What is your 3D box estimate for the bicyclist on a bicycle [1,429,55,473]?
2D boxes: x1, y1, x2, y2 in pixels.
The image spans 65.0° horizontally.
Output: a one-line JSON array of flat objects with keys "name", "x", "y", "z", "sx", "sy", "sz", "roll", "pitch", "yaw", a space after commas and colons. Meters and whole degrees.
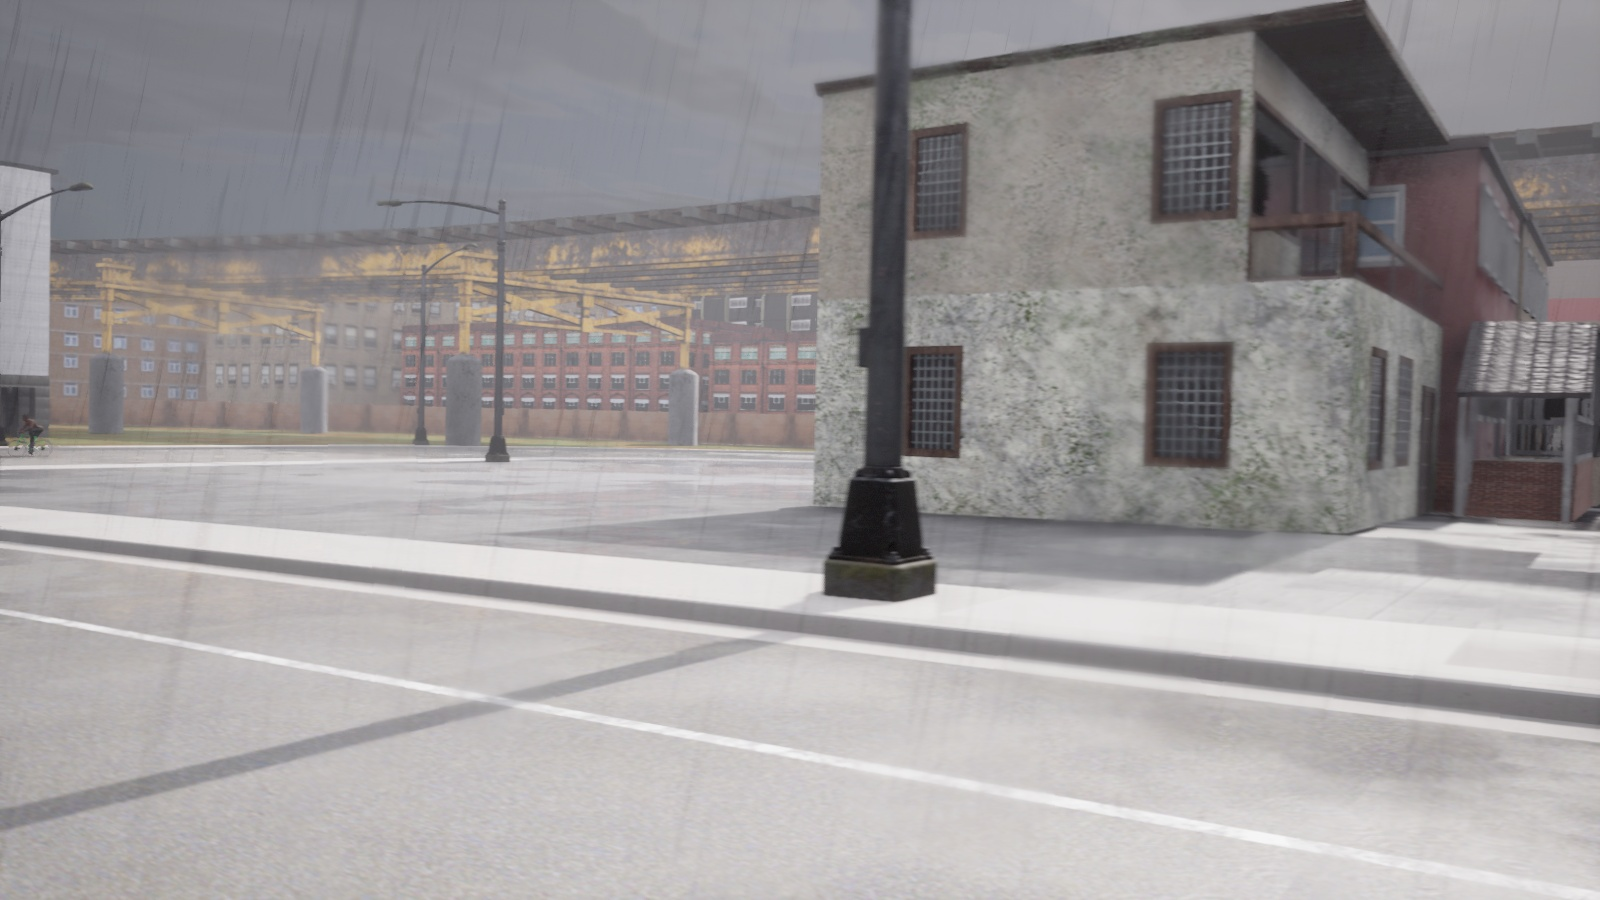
[{"name": "bicyclist on a bicycle", "x": -29.152, "y": 0.015, "z": 47.444, "sx": 0.582, "sy": 1.620, "sz": 1.656, "roll": 1, "pitch": 2, "yaw": 32}]
